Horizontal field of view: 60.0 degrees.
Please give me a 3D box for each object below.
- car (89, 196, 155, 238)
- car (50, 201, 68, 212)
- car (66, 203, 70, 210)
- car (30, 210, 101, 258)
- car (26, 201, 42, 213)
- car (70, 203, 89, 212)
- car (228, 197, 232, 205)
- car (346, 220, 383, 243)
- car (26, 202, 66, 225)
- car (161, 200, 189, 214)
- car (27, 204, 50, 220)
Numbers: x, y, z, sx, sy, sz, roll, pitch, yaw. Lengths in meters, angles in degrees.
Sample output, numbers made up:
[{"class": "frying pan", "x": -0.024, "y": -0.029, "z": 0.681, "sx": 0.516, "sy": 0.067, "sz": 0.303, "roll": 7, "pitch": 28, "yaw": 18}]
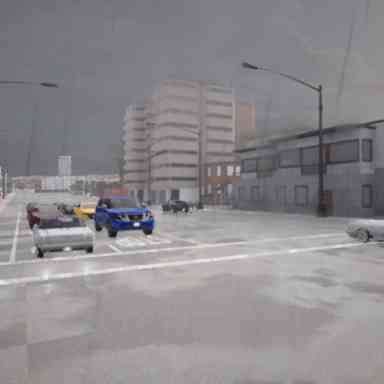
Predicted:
[{"class": "car", "x": -3.895, "y": 1.224, "z": 18.323, "sx": 2.150, "sy": 2.045, "sz": 5.566, "roll": 0, "pitch": 0, "yaw": -27}, {"class": "car", "x": -20.138, "y": 2.191, "z": 50.387, "sx": 2.033, "sy": 1.411, "sz": 5.357, "roll": 0, "pitch": 0, "yaw": -27}, {"class": "car", "x": -13.141, "y": 1.892, "z": 36.475, "sx": 1.994, "sy": 1.385, "sz": 4.181, "roll": 0, "pitch": -1, "yaw": -27}, {"class": "car", "x": -5.082, "y": 1.587, "z": 12.922, "sx": 1.895, "sy": 1.301, "sz": 4.718, "roll": 0, "pitch": 0, "yaw": -27}, {"class": "car", "x": -22.915, "y": 2.140, "z": 48.112, "sx": 2.033, "sy": 1.411, "sz": 5.357, "roll": 0, "pitch": 0, "yaw": -27}, {"class": "car", "x": -8.434, "y": 1.609, "z": 27.219, "sx": 1.882, "sy": 1.535, "sz": 5.008, "roll": 0, "pitch": -1, "yaw": -27}, {"class": "car", "x": 7.469, "y": 1.426, "z": 53.427, "sx": 1.970, "sy": 1.475, "sz": 3.806, "roll": 0, "pitch": -1, "yaw": -27}, {"class": "car", "x": 8.783, "y": 1.518, "z": 13.265, "sx": 1.895, "sy": 1.301, "sz": 4.718, "roll": -1, "pitch": 1, "yaw": -40}, {"class": "car", "x": -10.102, "y": 1.581, "z": 22.794, "sx": 1.882, "sy": 1.535, "sz": 5.008, "roll": 0, "pitch": -1, "yaw": -27}, {"class": "car", "x": -1.996, "y": 1.692, "z": 37.929, "sx": 1.837, "sy": 1.490, "sz": 4.892, "roll": 0, "pitch": -1, "yaw": -27}, {"class": "car", "x": -15.264, "y": 1.909, "z": 32.919, "sx": 1.895, "sy": 1.301, "sz": 4.718, "roll": 0, "pitch": -1, "yaw": -27}]
